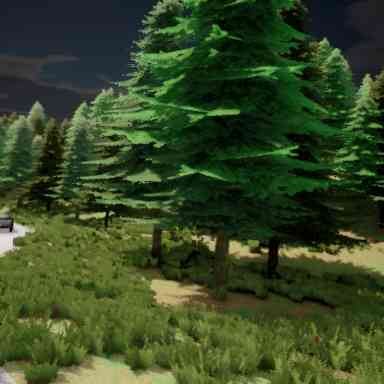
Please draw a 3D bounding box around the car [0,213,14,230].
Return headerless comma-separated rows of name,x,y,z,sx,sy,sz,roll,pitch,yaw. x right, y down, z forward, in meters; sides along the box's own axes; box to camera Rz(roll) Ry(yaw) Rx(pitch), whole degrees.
car,-16.673,2.592,28.980,2.128,1.511,4.902,2,-3,-30
